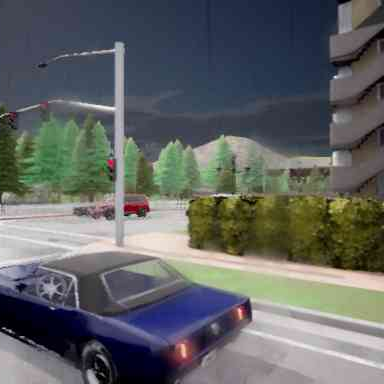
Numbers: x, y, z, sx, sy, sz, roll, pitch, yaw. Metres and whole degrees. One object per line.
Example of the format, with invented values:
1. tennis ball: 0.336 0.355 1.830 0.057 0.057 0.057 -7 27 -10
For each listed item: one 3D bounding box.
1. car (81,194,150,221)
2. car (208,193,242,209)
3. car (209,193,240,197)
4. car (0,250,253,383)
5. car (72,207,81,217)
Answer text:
1. car: -5.993 1.201 27.782 2.150 2.045 5.566 0 0 38
2. car: 4.707 1.187 46.899 2.150 2.045 5.566 0 0 38
3. car: 3.271 1.203 27.968 2.150 2.045 5.566 0 0 39
4. car: -1.608 1.597 5.093 4.718 1.301 1.895 0 0 35
5. car: -8.454 1.578 30.314 1.895 1.301 4.718 0 0 38
